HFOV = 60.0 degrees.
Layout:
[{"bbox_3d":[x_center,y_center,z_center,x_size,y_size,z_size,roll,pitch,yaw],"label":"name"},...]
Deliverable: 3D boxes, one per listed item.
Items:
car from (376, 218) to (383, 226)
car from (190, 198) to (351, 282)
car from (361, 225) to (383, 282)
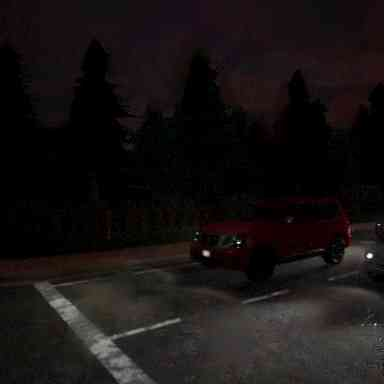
[{"bbox_3d":[10.643,1.486,15.915,4.902,1.511,2.128,0,0,-36],"label":"car"},{"bbox_3d":[2.610,1.221,10.161,5.566,2.045,2.150,0,0,-36],"label":"car"},{"bbox_3d":[6.390,1.597,8.563,4.718,1.301,1.895,0,0,-36],"label":"car"}]
